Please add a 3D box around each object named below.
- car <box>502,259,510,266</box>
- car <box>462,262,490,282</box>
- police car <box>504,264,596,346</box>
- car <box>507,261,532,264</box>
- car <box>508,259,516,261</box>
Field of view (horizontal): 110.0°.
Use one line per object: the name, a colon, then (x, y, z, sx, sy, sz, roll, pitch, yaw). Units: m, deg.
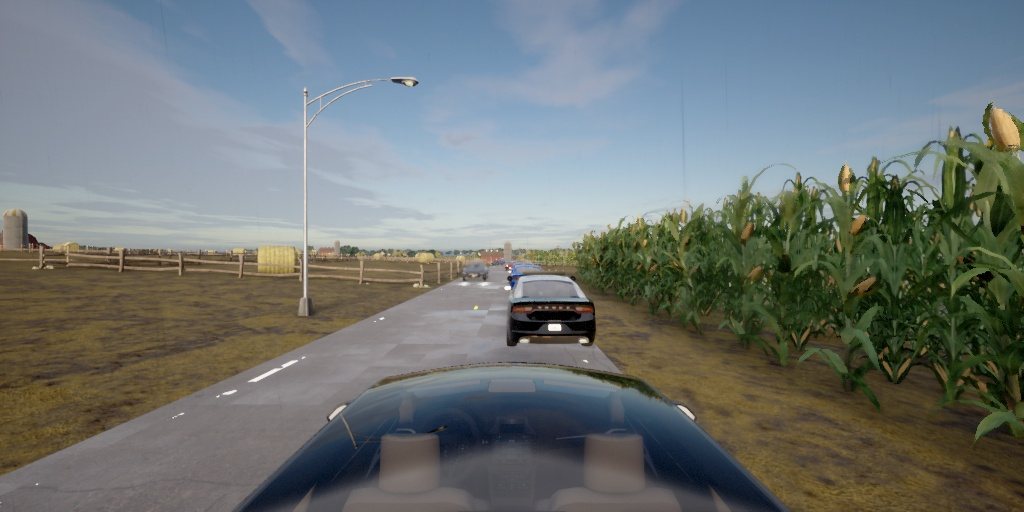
car: (0.026, 1.295, 47.739, 1.895, 1.301, 4.718, 0, 0, 0)
car: (-2.855, 1.224, 28.910, 1.837, 1.490, 4.892, 0, 0, 0)
police car: (0.823, 1.171, 9.496, 1.930, 1.638, 5.238, 0, 0, 0)
car: (0.822, 1.213, 19.387, 1.882, 1.535, 5.008, 0, 0, 0)
car: (0.817, 1.201, 25.386, 1.882, 1.535, 5.008, 0, 0, 0)
